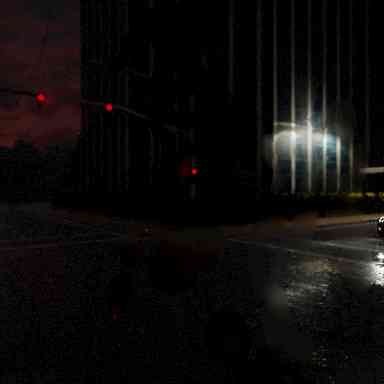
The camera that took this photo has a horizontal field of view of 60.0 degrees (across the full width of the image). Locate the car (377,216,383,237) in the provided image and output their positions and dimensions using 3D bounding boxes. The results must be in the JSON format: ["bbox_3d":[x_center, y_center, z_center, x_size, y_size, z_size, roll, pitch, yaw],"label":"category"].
[{"bbox_3d":[10.950,1.276,16.094,4.553,1.767,2.097,0,0,-35],"label":"car"}]
